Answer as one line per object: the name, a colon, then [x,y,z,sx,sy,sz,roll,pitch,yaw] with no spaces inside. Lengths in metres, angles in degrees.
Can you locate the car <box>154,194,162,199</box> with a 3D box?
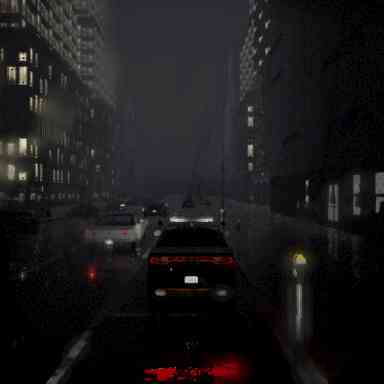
car: [-8.832,1.390,78.413,1.967,1.590,4.097,0,0,0]

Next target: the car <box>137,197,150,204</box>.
car: [-8.832,1.550,61.338,1.802,1.307,4.206,0,0,0]

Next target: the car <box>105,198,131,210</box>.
car: [-8.833,1.536,38.569,2.008,1.369,4.403,0,0,0]

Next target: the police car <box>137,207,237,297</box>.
police car: [-0.012,1.423,8.759,1.930,1.638,5.238,0,0,0]

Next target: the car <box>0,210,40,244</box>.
car: [-8.833,1.563,15.800,1.947,1.339,4.313,0,0,0]

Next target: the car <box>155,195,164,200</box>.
car: [-8.832,1.503,89.799,1.947,1.339,4.313,0,0,0]

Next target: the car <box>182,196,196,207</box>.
car: [-0.452,1.548,44.248,1.947,1.339,4.313,0,0,0]

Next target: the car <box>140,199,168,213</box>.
car: [-3.145,1.564,29.812,1.994,1.385,4.181,0,0,0]

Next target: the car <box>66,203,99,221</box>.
car: [-8.832,1.574,27.183,1.802,1.307,4.206,0,0,0]

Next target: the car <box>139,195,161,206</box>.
car: [-6.146,1.579,48.812,1.994,1.385,4.181,0,0,0]

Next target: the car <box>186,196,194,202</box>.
car: [-0.452,1.532,78.399,1.802,1.307,4.206,0,0,0]

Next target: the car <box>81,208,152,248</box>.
car: [-3.145,1.615,14.842,1.895,1.301,4.718,0,0,0]

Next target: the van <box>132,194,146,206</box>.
van: [-8.831,1.314,55.646,1.690,1.788,3.998,0,0,0]

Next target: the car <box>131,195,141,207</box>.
car: [-8.832,1.522,49.953,1.887,1.381,4.507,0,0,0]
